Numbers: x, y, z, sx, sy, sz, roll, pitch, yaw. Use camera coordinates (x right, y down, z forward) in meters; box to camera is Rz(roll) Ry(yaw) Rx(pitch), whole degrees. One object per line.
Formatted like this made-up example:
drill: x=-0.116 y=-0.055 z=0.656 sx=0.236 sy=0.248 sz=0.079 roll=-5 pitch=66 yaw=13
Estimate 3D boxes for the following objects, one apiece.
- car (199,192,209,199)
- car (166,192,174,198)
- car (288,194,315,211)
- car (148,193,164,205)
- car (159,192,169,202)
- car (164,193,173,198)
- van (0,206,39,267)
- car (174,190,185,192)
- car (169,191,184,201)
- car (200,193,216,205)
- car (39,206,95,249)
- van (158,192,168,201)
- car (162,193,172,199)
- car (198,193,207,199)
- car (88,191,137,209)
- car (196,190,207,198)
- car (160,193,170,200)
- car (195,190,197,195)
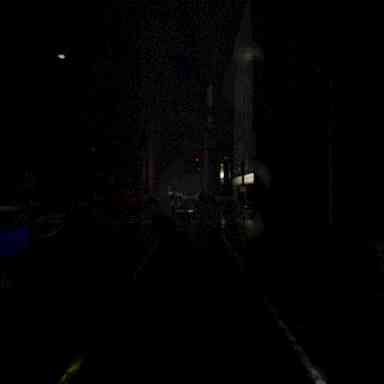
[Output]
car: x=2.698 y=1.129 z=56.988 sx=1.887 sy=1.381 sz=4.507 roll=0 pitch=1 yaw=0
car: x=-6.102 y=0.816 z=90.786 sx=1.947 sy=1.339 sz=4.313 roll=0 pitch=1 yaw=0
car: x=14.109 y=1.232 z=38.681 sx=5.566 sy=2.045 sz=2.150 roll=1 pitch=0 yaw=0
car: x=-5.782 y=1.218 z=51.277 sx=1.802 sy=1.307 sz=4.206 roll=0 pitch=1 yaw=0
car: x=-5.873 y=0.973 z=62.564 sx=1.967 sy=1.590 sz=4.097 roll=0 pitch=1 yaw=0
car: x=-6.056 y=0.875 z=85.142 sx=1.947 sy=1.339 sz=4.313 roll=0 pitch=1 yaw=0
van: x=-5.757 y=1.288 z=8.515 sx=1.690 sy=1.788 sz=3.998 roll=0 pitch=0 yaw=0
car: x=-3.266 y=0.883 z=81.213 sx=2.033 sy=1.411 sz=5.357 roll=0 pitch=1 yaw=0
car: x=-3.152 y=1.005 z=64.940 sx=2.128 sy=1.511 sz=4.902 roll=0 pitch=1 yaw=0
car: x=2.743 y=1.201 z=51.344 sx=1.947 sy=1.339 sz=4.313 roll=0 pitch=1 yaw=0
car: x=-5.755 y=1.494 z=14.068 sx=1.802 sy=1.307 sz=4.206 roll=0 pitch=0 yaw=0
van: x=-5.918 y=0.820 z=68.208 sx=1.690 sy=1.788 sz=3.998 roll=0 pitch=1 yaw=0
car: x=-6.010 y=0.918 z=79.498 sx=2.008 sy=1.369 sz=4.403 roll=0 pitch=1 yaw=0
car: x=2.515 y=0.911 z=79.562 sx=1.887 sy=1.381 sz=4.507 roll=0 pitch=1 yaw=0
car: x=-9.159 y=0.907 z=38.571 sx=5.566 sy=2.045 sz=2.150 roll=1 pitch=0 yaw=0
car: x=2.608 y=0.793 z=68.273 sx=2.192 sy=1.841 sz=5.009 roll=0 pitch=1 yaw=0
car: x=-5.965 y=1.006 z=73.854 sx=1.802 sy=1.307 sz=4.206 roll=0 pitch=1 yaw=0
car: x=2.471 y=0.624 z=85.204 sx=2.192 sy=1.841 sz=5.009 roll=0 pitch=1 yaw=0
